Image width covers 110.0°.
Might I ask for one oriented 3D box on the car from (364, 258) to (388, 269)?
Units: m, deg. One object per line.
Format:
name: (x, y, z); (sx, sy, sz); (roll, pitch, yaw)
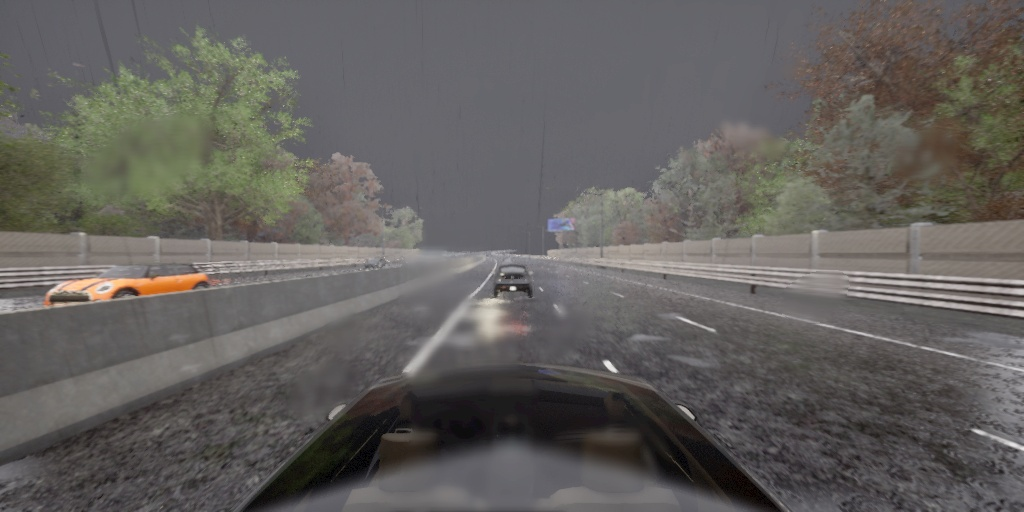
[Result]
car: (-18.167, 0.975, 48.069); (1.837, 1.490, 4.892); (0, 0, -1)

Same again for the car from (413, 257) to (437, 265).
car: (-11.139, 1.013, 47.758); (2.033, 1.411, 5.357); (0, 0, -1)

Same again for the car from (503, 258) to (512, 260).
car: (-0.559, 1.017, 48.498); (1.994, 1.385, 4.181); (0, 1, -1)

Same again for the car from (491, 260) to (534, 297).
car: (0.019, 1.153, 18.021); (1.837, 1.490, 4.892); (0, 0, 0)

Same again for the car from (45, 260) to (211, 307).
car: (-14.139, 1.040, 13.614); (2.097, 1.767, 4.553); (0, 0, 0)

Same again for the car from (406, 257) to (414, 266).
car: (-14.837, 0.916, 54.835); (2.128, 1.511, 4.902); (0, 0, -1)
